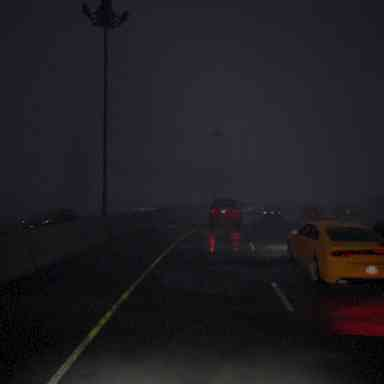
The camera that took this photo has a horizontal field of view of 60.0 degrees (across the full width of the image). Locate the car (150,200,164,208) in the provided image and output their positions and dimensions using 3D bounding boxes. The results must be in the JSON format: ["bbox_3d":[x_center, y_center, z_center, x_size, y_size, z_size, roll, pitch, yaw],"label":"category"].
[{"bbox_3d":[-5.161,2.199,60.046,1.895,1.301,4.718,0,-1,23],"label":"car"}]

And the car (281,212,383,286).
[{"bbox_3d":[4.134,1.588,9.758,1.882,1.535,5.008,0,-1,4],"label":"car"}]

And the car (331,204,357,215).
[{"bbox_3d":[15.522,1.931,34.078,2.033,1.411,5.357,0,-1,16],"label":"car"}]

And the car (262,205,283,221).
[{"bbox_3d":[7.601,1.886,31.433,2.033,1.411,5.357,0,-1,14],"label":"car"}]

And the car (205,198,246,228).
[{"bbox_3d":[2.598,1.473,24.727,2.150,2.045,5.566,0,-2,11],"label":"car"}]

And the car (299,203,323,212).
[{"bbox_3d":[11.357,1.829,31.884,1.882,1.535,5.008,0,-1,14],"label":"car"}]

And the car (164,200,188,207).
[{"bbox_3d":[-2.391,2.057,57.564,1.882,1.535,5.008,0,-1,22],"label":"car"}]

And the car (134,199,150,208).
[{"bbox_3d":[-8.656,2.101,60.744,1.837,1.490,4.892,0,-1,22],"label":"car"}]

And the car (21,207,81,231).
[{"bbox_3d":[-8.803,1.722,21.258,1.812,1.442,4.674,0,-1,9],"label":"car"}]

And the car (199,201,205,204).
[{"bbox_3d":[2.933,2.229,61.142,1.895,1.301,4.718,0,-1,24],"label":"car"}]

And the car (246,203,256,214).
[{"bbox_3d":[6.865,2.040,41.601,1.895,1.301,4.718,0,-1,17],"label":"car"}]
